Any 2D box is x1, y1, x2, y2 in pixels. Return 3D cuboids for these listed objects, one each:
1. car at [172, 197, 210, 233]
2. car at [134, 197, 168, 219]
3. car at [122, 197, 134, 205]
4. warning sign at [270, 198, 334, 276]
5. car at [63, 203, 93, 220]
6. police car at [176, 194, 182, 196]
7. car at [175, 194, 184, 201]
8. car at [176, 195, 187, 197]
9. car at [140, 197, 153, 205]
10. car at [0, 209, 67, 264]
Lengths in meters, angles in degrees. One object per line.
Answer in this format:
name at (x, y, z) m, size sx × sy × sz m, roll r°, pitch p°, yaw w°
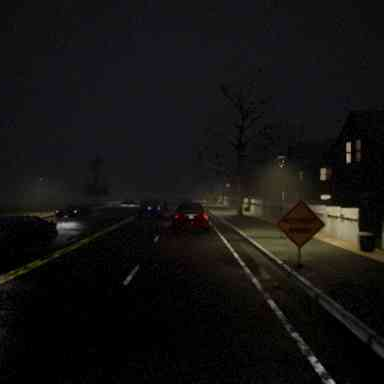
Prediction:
car at (-0.088, 1.386, 20.043) m, size 2.097 × 1.767 × 4.553 m, roll 0°, pitch 0°, yaw -1°
car at (-3.602, 1.407, 29.858) m, size 2.097 × 1.767 × 4.553 m, roll 0°, pitch 0°, yaw -1°
car at (-11.730, 1.709, 62.016) m, size 1.994 × 1.385 × 4.181 m, roll 0°, pitch 0°, yaw -3°
warning sign at (2.851, 1.130, 8.789) m, size 1.300 × 1.860 × 1.060 m, roll 1°, pitch 1°, yaw 0°
car at (-10.149, 1.654, 28.892) m, size 1.895 × 1.301 × 4.718 m, roll 0°, pitch 0°, yaw -1°
police car at (-2.222, 1.619, 79.287) m, size 1.930 × 1.638 × 5.238 m, roll 0°, pitch 0°, yaw -5°
car at (-3.698, 1.474, 95.244) m, size 2.150 × 2.045 × 5.566 m, roll 0°, pitch 0°, yaw -6°
car at (-0.853, 1.566, 44.044) m, size 1.882 × 1.535 × 5.008 m, roll 0°, pitch 0°, yaw -3°
car at (-8.476, 1.693, 62.239) m, size 2.033 × 1.411 × 5.357 m, roll 0°, pitch 0°, yaw -3°
car at (-6.659, 1.564, 12.148) m, size 2.033 × 1.411 × 5.357 m, roll 0°, pitch 0°, yaw -1°
